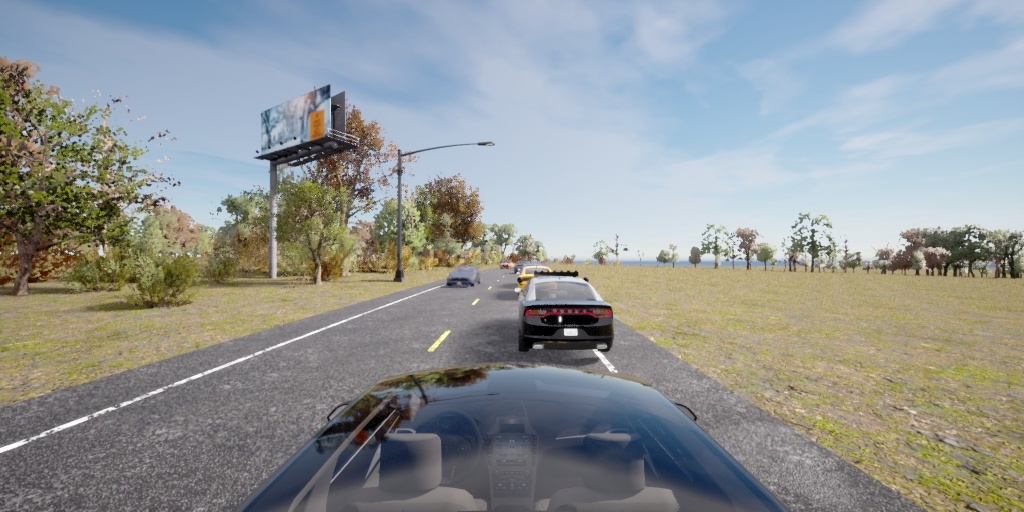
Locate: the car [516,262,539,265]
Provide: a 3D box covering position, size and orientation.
[{"bbox_3d":[1.263,1.267,18.934,1.882,1.535,5.008,0,0,1],"label":"car"}]

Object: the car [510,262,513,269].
[{"bbox_3d":[1.323,1.465,45.824,2.128,1.511,4.902,0,0,4],"label":"car"}]

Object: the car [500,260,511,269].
[{"bbox_3d":[-0.979,1.491,64.391,2.097,1.767,4.553,0,-1,5],"label":"car"}]

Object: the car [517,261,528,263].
[{"bbox_3d":[1.425,1.295,24.912,1.882,1.535,5.008,0,0,2],"label":"car"}]

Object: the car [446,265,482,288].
[{"bbox_3d":[-3.210,1.366,25.041,2.033,1.411,5.357,0,0,2],"label":"car"}]

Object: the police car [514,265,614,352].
[{"bbox_3d":[1.093,1.184,9.079,1.930,1.638,5.238,0,0,1],"label":"police car"}]
